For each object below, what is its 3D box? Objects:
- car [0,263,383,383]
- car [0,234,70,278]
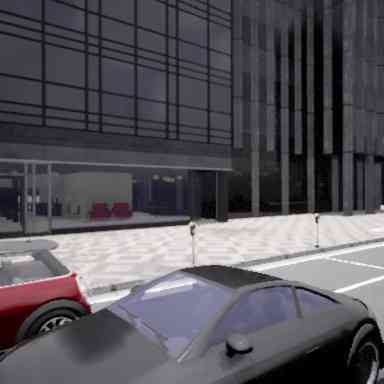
[{"bbox_3d":[0.192,1.557,3.516,4.181,1.385,1.994,0,0,-36],"label":"car"},{"bbox_3d":[-3.506,1.442,4.266,4.097,1.590,1.967,0,0,-36],"label":"car"}]
